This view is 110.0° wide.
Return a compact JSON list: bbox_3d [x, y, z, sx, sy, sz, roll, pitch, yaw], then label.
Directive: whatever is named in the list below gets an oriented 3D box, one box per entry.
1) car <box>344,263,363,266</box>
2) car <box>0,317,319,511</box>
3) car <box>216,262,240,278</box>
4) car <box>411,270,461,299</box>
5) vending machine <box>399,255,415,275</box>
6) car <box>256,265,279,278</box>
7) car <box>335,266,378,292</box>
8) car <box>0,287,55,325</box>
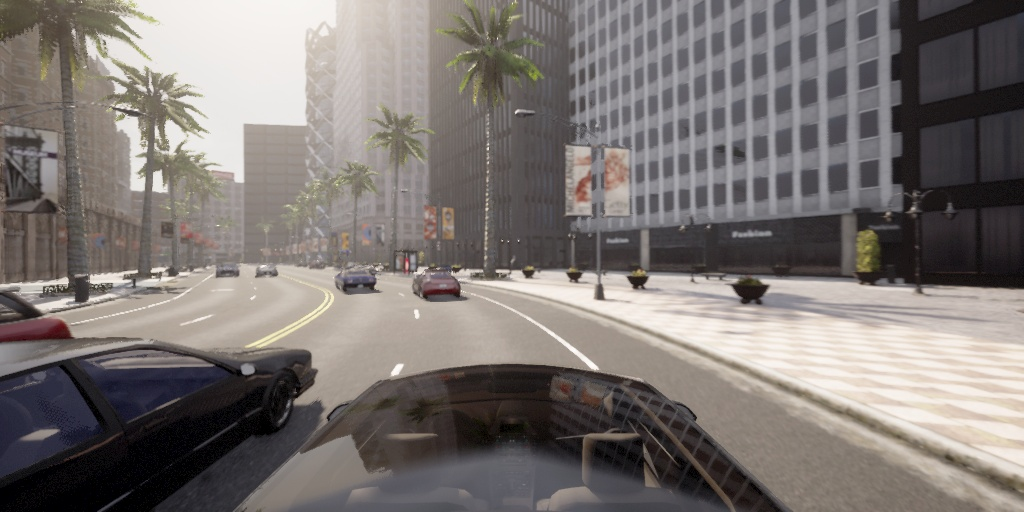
[{"bbox_3d":[-15.049,1.609,35.806,1.895,1.301,4.718,0,0,-37],"label":"car"},{"bbox_3d":[-3.464,1.331,2.455,2.033,1.411,5.357,0,0,-3],"label":"car"},{"bbox_3d":[-33.070,1.538,41.779,2.097,1.767,4.553,0,0,-37],"label":"car"},{"bbox_3d":[-4.129,1.415,19.185,1.994,1.385,4.181,0,0,-23],"label":"car"},{"bbox_3d":[-13.434,1.226,45.708,1.100,2.100,0.880,0,0,-38],"label":"vending machine"},{"bbox_3d":[-27.853,1.702,40.715,1.994,1.385,4.181,0,0,-37],"label":"car"},{"bbox_3d":[-10.259,1.521,23.286,1.895,1.301,4.718,0,0,-33],"label":"car"},{"bbox_3d":[-7.383,1.172,3.353,2.097,1.767,4.553,-1,0,-6],"label":"car"}]
